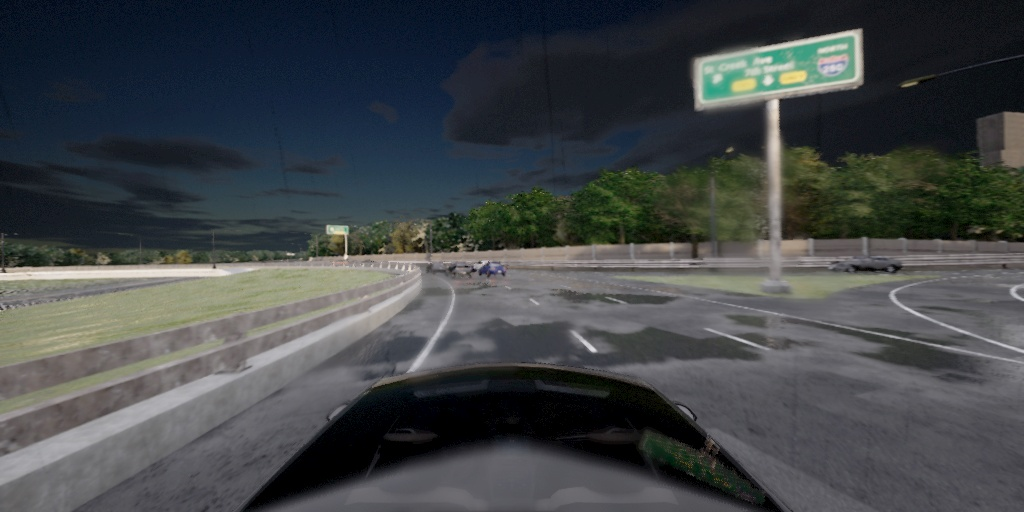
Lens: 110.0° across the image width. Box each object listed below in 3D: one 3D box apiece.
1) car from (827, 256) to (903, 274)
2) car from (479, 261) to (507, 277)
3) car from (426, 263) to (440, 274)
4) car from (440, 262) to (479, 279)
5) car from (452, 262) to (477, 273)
[{"bbox_3d":[29.264,0.720,29.816,4.902,1.511,2.128,-1,0,8],"label":"car"},{"bbox_3d":[-1.965,1.326,35.983,1.812,1.442,4.674,-1,0,-21],"label":"car"},{"bbox_3d":[-9.449,1.506,45.274,1.994,1.385,4.181,-1,0,-26],"label":"car"},{"bbox_3d":[-5.128,1.349,34.448,2.128,1.511,4.902,-1,0,-21],"label":"car"},{"bbox_3d":[-6.229,1.484,46.641,1.895,1.301,4.718,-1,0,-26],"label":"car"}]
